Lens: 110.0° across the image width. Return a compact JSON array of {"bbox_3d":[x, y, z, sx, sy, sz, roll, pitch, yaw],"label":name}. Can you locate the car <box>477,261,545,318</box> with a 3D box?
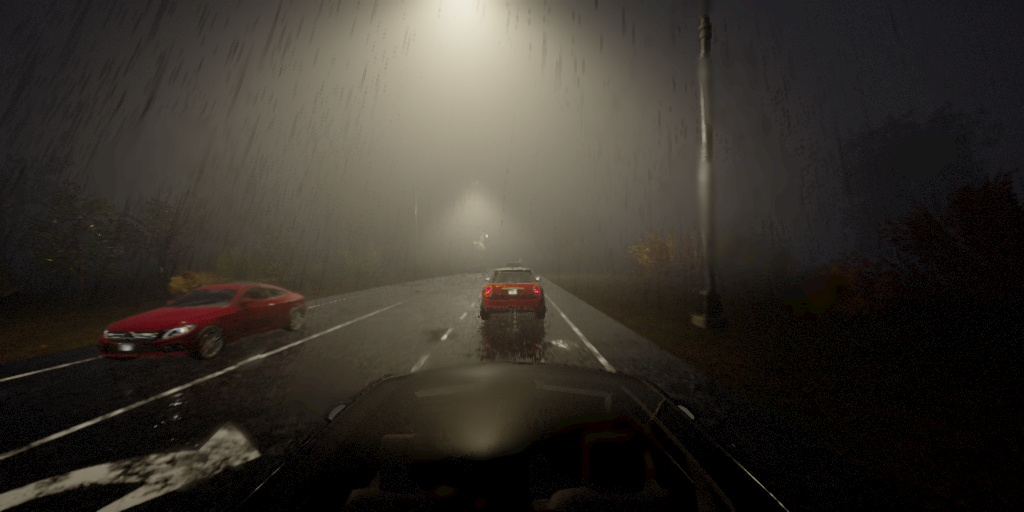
[{"bbox_3d":[0.036,1.206,13.626,2.097,1.767,4.553,-1,0,0],"label":"car"}]

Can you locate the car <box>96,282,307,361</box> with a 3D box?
[{"bbox_3d":[-6.985,1.414,8.836,1.812,1.442,4.674,-1,-1,0],"label":"car"}]

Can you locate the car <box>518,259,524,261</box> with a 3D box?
[{"bbox_3d":[0.173,1.396,37.612,2.097,1.767,4.553,-1,0,0],"label":"car"}]

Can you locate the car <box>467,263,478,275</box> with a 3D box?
[{"bbox_3d":[-4.600,1.655,47.943,1.882,1.535,5.008,-1,0,8],"label":"car"}]
